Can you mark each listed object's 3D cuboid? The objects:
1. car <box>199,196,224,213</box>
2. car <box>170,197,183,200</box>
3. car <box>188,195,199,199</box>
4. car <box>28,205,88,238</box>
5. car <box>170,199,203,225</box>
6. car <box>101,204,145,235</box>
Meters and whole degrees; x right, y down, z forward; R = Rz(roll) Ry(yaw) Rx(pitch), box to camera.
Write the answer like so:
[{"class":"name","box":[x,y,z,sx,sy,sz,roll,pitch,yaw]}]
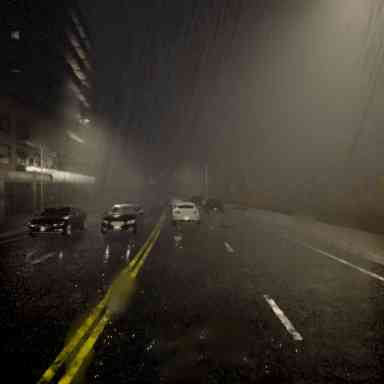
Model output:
[{"class":"car","box":[2.121,1.370,34.717,1.837,1.490,4.892,0,0,-4]},{"class":"car","box":[-1.960,1.364,45.077,1.812,1.442,4.674,0,0,-5]},{"class":"car","box":[0.613,1.308,51.409,1.837,1.490,4.892,0,1,-6]},{"class":"car","box":[-6.937,1.472,17.689,1.837,1.490,4.892,0,0,-2]},{"class":"car","box":[-0.453,1.447,23.295,1.812,1.442,4.674,0,0,-3]},{"class":"car","box":[-3.712,1.442,18.553,2.128,1.511,4.902,0,0,-2]}]
